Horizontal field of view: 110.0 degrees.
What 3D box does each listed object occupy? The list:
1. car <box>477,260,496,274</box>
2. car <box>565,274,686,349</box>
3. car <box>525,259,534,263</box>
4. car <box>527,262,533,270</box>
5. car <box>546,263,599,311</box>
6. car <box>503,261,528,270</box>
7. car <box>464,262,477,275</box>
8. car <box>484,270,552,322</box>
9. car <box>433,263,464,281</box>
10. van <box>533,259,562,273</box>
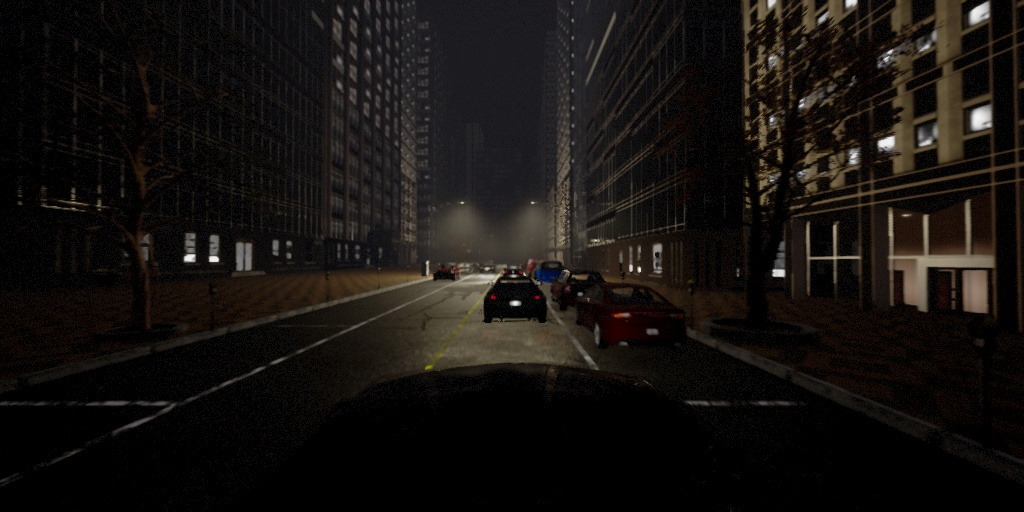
[{"bbox_3d":[-3.016,1.449,45.840,2.128,1.511,4.902,0,0,0],"label":"car"},{"bbox_3d":[2.690,1.331,9.109,1.888,1.381,4.507,0,0,0],"label":"car"},{"bbox_3d":[2.685,1.233,37.316,2.192,1.841,5.009,0,0,0],"label":"car"},{"bbox_3d":[2.686,1.443,31.674,2.007,1.370,4.403,0,0,0],"label":"car"},{"bbox_3d":[2.690,1.253,14.750,1.967,1.591,4.097,0,0,0],"label":"car"},{"bbox_3d":[0.093,1.446,33.046,2.033,1.411,5.357,0,0,0],"label":"car"},{"bbox_3d":[-5.696,1.493,42.930,2.007,1.370,4.403,0,0,0],"label":"car"},{"bbox_3d":[0.099,1.366,12.515,1.994,1.385,4.181,0,0,0],"label":"car"},{"bbox_3d":[-5.694,1.332,31.644,1.967,1.591,4.097,0,0,0],"label":"car"},{"bbox_3d":[2.687,1.207,26.033,1.690,1.789,3.998,0,0,0],"label":"van"}]
